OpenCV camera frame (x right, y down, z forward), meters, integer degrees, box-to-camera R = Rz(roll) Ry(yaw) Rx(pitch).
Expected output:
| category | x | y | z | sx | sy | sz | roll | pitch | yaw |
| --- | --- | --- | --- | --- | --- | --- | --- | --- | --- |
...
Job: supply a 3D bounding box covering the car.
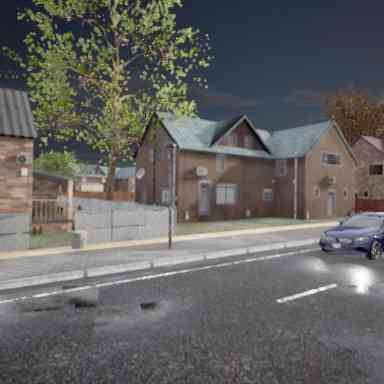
| category | x | y | z | sx | sy | sz | roll | pitch | yaw |
| --- | --- | --- | --- | --- | --- | --- | --- | --- | --- |
| car | 6.693 | 1.500 | 12.309 | 4.674 | 1.442 | 1.812 | 0 | 0 | -35 |
